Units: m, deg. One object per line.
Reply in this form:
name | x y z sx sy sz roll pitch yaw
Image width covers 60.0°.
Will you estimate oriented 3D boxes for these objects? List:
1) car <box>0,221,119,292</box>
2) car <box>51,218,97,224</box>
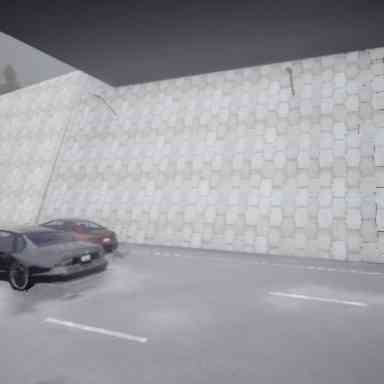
car | -4.867 1.630 9.044 5.357 1.411 2.033 0 -1 24
car | -4.932 1.703 12.888 4.181 1.385 1.994 0 -1 24
